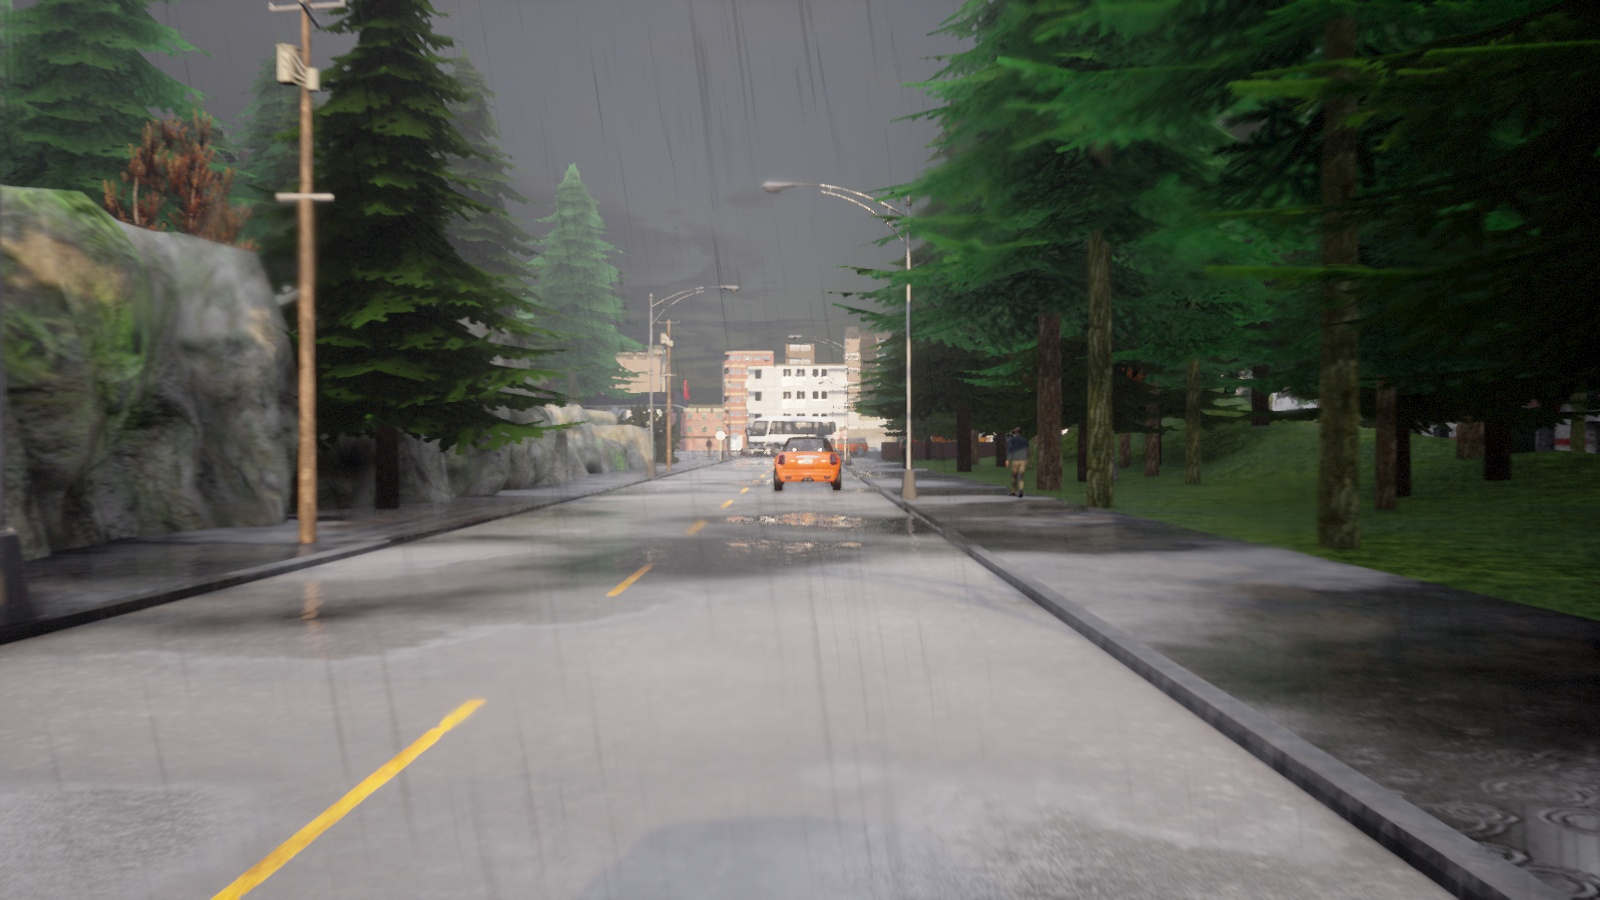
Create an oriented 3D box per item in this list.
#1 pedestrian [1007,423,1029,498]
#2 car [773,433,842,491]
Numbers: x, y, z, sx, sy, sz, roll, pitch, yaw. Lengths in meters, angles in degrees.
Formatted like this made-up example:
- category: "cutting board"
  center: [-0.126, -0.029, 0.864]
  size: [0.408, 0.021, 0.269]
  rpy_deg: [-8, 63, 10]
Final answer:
- category: "pedestrian"
  center: [5.401, 0.264, 31.135]
  size: [0.402, 1.842, 0.726]
  rpy_deg: [0, 0, 0]
- category: "car"
  center: [0.232, 0.350, 40.177]
  size: [2.097, 1.767, 4.553]
  rpy_deg: [0, 0, 0]
